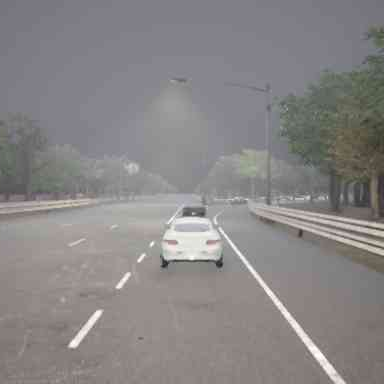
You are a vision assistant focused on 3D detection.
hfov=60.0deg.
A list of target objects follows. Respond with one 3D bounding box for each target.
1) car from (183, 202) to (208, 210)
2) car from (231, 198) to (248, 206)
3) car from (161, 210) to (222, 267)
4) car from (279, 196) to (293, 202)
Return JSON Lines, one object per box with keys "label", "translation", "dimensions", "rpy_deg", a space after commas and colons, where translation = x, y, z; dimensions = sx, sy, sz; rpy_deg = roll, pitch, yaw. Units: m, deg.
{"label": "car", "translation": [0.320, 1.577, 28.637], "dimensions": [1.882, 1.535, 5.008], "rpy_deg": [0, 0, 4]}
{"label": "car", "translation": [8.710, 1.766, 59.962], "dimensions": [1.895, 1.301, 4.718], "rpy_deg": [0, 0, 26]}
{"label": "car", "translation": [-0.002, 1.559, 11.443], "dimensions": [1.812, 1.442, 4.674], "rpy_deg": [0, 0, 0]}
{"label": "car", "translation": [22.744, 1.707, 80.454], "dimensions": [1.812, 1.442, 4.674], "rpy_deg": [0, 0, 45]}
